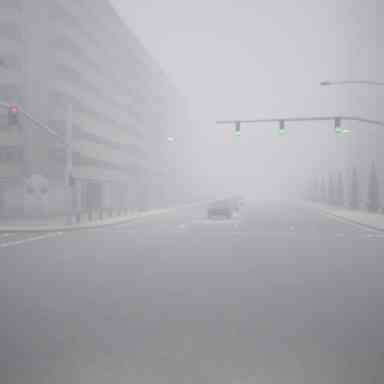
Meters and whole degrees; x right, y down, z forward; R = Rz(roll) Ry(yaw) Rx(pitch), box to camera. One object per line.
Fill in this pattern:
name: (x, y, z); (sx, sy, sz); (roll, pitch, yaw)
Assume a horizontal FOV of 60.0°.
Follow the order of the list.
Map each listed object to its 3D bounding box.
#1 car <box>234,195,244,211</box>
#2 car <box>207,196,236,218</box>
car: (4.532, 1.434, 38.888); (2.128, 1.511, 4.902); (0, 0, 12)
car: (2.562, 1.433, 29.479); (1.882, 1.535, 5.008); (0, 0, 11)
